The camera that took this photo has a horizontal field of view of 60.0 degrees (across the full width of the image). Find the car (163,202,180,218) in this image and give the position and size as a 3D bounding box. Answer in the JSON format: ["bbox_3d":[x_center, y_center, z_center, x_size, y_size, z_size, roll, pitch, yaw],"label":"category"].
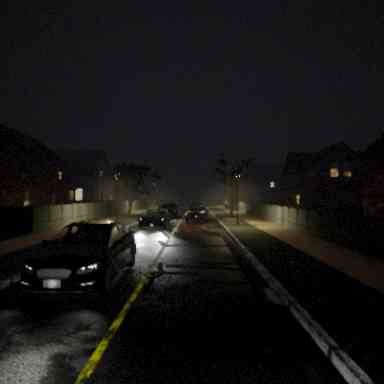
[{"bbox_3d":[-2.313,1.854,34.629,1.882,1.535,5.008,0,-1,1],"label":"car"}]

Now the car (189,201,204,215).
[{"bbox_3d":[0.577,1.991,42.212,1.837,1.490,4.892,0,0,1],"label":"car"}]

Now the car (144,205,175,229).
[{"bbox_3d":[-2.535,1.838,23.435,1.895,1.301,4.718,0,-1,1],"label":"car"}]

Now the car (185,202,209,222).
[{"bbox_3d":[0.421,1.807,29.212,2.128,1.511,4.902,0,-1,1],"label":"car"}]

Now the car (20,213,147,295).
[{"bbox_3d":[-2.744,1.570,9.067,2.128,1.511,4.902,0,0,1],"label":"car"}]
